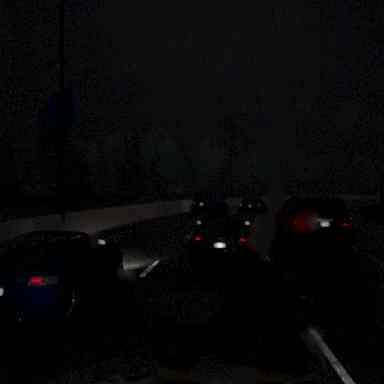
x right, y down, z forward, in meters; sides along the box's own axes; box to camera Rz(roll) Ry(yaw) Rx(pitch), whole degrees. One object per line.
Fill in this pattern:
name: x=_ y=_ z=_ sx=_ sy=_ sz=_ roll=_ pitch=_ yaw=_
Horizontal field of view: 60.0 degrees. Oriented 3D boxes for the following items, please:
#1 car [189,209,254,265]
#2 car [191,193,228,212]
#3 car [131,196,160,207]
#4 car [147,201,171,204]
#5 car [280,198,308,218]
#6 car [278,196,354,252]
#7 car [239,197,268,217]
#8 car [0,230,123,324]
car: x=1.071 y=1.506 z=11.622 sx=1.994 sy=1.385 sz=4.181 roll=0 pitch=0 yaw=8
car: x=1.609 y=1.072 z=29.438 sx=2.150 sy=2.045 sz=5.566 roll=0 pitch=0 yaw=18
car: x=-6.526 y=1.295 z=46.817 sx=1.994 sy=1.385 sz=4.181 roll=0 pitch=0 yaw=26
car: x=-3.859 y=1.245 z=44.309 sx=2.128 sy=1.511 sz=4.902 roll=0 pitch=0 yaw=25
car: x=9.416 y=1.366 z=30.425 sx=2.128 sy=1.511 sz=4.902 roll=0 pitch=0 yaw=20
car: x=4.890 y=1.166 z=13.822 sx=2.150 sy=2.045 sz=5.566 roll=0 pitch=0 yaw=9
car: x=5.590 y=1.214 z=30.075 sx=2.097 sy=1.767 sz=4.553 roll=0 pitch=0 yaw=19
car: x=-2.934 y=1.515 z=7.194 sx=1.994 sy=1.385 sz=4.181 roll=0 pitch=0 yaw=5
